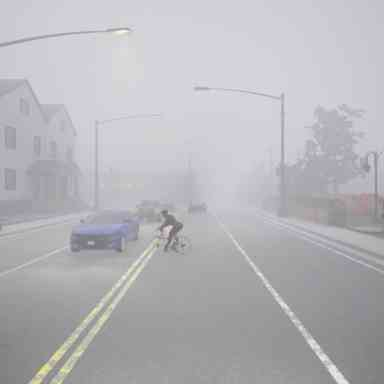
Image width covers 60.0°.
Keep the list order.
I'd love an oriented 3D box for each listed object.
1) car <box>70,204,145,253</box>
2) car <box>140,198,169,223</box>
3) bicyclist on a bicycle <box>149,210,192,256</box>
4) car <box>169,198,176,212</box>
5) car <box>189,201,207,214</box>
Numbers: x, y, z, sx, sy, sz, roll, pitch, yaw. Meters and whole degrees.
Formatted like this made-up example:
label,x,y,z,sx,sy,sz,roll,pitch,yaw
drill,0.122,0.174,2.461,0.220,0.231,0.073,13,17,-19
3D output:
label,x,y,z,sx,sy,sz,roll,pitch,yaw
car,-3.420,1.478,13.875,1.882,1.535,5.008,0,0,1
car,-3.238,1.352,25.643,2.097,1.767,4.553,0,0,1
bicyclist on a bicycle,-0.802,1.455,11.867,1.656,1.620,0.582,-2,-1,20
car,-2.970,1.478,38.988,1.882,1.535,5.008,0,0,1
car,0.606,1.601,35.631,1.895,1.301,4.718,0,0,1
